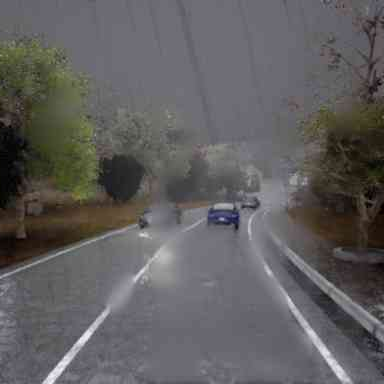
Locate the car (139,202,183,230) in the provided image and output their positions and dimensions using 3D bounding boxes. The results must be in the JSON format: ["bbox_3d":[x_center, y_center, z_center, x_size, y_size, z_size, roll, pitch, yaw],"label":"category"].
[{"bbox_3d":[-1.791,1.372,20.354,2.128,1.511,4.902,1,0,9],"label":"car"}]

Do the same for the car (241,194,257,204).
[{"bbox_3d":[10.351,1.242,59.995,1.837,1.490,4.892,2,1,22],"label":"car"}]

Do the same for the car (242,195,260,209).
[{"bbox_3d":[7.474,1.423,42.085,1.994,1.385,4.181,2,1,18],"label":"car"}]

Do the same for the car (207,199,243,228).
[{"bbox_3d":[2.127,1.389,21.435,1.882,1.535,5.008,1,0,10],"label":"car"}]
